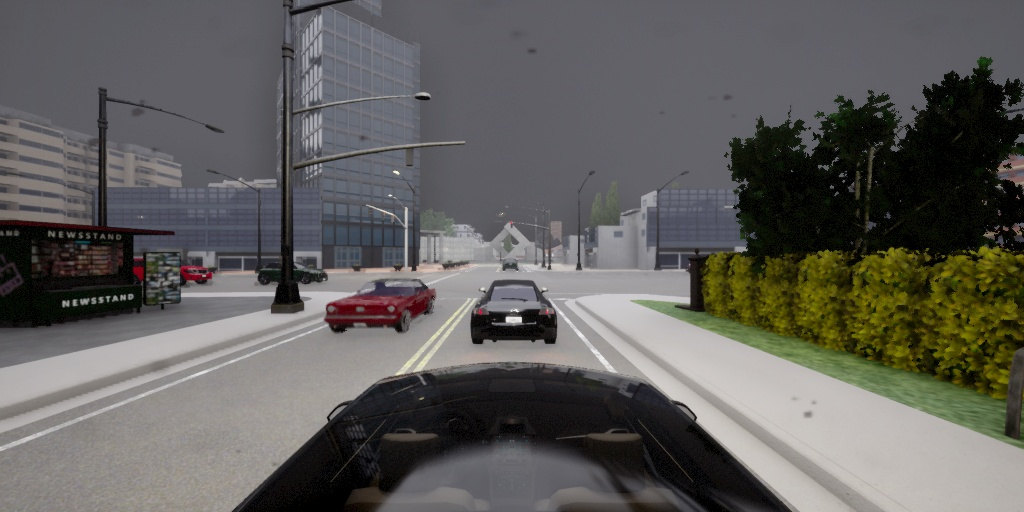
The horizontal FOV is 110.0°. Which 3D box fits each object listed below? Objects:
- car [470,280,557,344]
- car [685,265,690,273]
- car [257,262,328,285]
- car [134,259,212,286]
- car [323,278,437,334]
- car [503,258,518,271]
[{"bbox_3d":[0.045,1.314,9.583,1.994,1.385,4.181,0,0,0],"label":"car"},{"bbox_3d":[21.199,1.177,38.330,5.008,1.535,1.882,0,0,-1],"label":"car"},{"bbox_3d":[-16.495,1.210,27.168,4.553,1.767,2.097,-1,0,-1],"label":"car"},{"bbox_3d":[-26.012,1.190,27.051,5.566,2.045,2.150,-1,0,-1],"label":"car"},{"bbox_3d":[-3.637,1.351,10.774,1.895,1.301,4.718,0,0,0],"label":"car"},{"bbox_3d":[-0.193,1.102,50.795,2.097,1.767,4.553,0,0,0],"label":"car"}]
